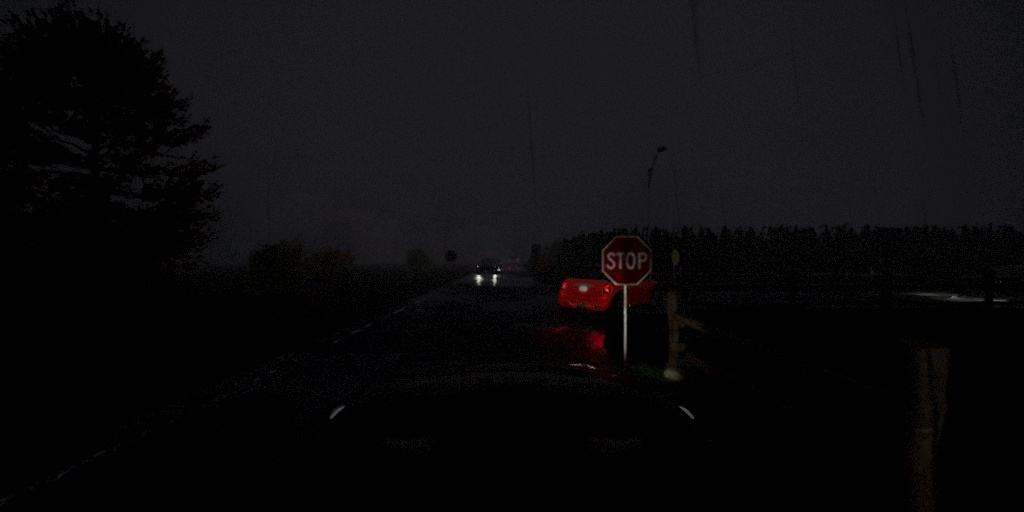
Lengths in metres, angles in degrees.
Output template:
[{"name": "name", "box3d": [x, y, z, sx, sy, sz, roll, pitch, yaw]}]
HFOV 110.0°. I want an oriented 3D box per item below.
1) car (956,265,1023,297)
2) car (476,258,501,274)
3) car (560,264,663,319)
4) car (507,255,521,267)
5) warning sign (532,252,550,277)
[{"name": "car", "box3d": [25.868, 1.223, 18.343, 5.008, 1.535, 1.882, 0, 0, 0]}, {"name": "car", "box3d": [-2.644, 1.012, 38.944, 2.097, 1.767, 4.553, 0, 0, 0]}, {"name": "car", "box3d": [3.741, 1.077, 13.120, 2.097, 1.767, 4.553, 1, 0, 42]}, {"name": "car", "box3d": [0.329, 0.796, 62.239, 2.150, 2.045, 5.566, 0, 0, 0]}, {"name": "warning sign", "box3d": [2.605, 0.797, 30.580, 1.300, 1.860, 1.060, 0, 0, 0]}]
